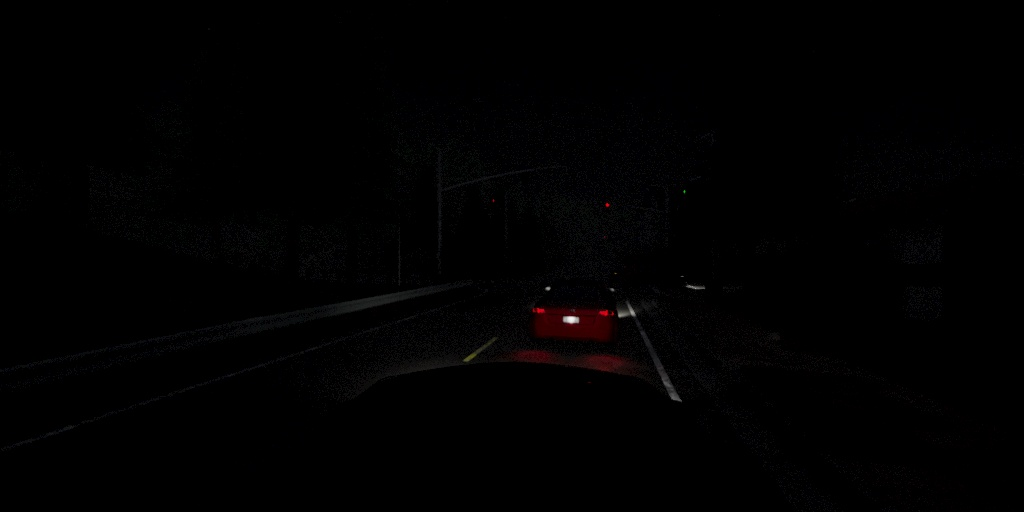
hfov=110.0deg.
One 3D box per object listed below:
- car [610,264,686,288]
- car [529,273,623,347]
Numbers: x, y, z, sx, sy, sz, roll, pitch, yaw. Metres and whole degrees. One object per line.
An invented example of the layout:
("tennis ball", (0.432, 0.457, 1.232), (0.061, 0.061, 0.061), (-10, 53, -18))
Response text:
("car", (8.717, 1.267, 23.243), (4.674, 1.442, 1.812), (0, 0, 12))
("car", (1.745, 1.306, 9.467), (1.994, 1.385, 4.181), (0, 0, 15))
